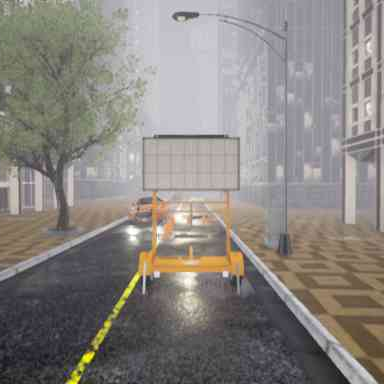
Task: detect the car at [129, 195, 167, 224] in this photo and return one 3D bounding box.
[{"bbox_3d":[-2.902,1.102,22.470,2.097,1.767,4.553,0,1,0],"label":"car"}]

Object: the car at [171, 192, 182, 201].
[{"bbox_3d":[-2.934,0.826,64.385,1.882,1.535,5.008,0,1,0],"label":"car"}]

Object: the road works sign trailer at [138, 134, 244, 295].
[{"bbox_3d":[-0.019,0.367,8.397,2.380,3.560,2.880,0,1,0],"label":"road works sign trailer"}]
